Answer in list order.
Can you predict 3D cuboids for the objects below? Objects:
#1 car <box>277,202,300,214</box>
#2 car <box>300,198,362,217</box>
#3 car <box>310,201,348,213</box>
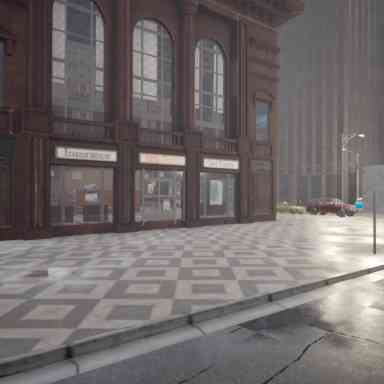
[{"bbox_3d":[10.809,1.800,38.052,1.752,1.417,4.829,0,0,-35],"label":"car"},{"bbox_3d":[13.953,1.523,33.598,2.192,1.841,5.009,0,0,-35],"label":"car"},{"bbox_3d":[17.670,1.899,43.116,1.802,1.307,4.206,-1,0,-35],"label":"car"}]
